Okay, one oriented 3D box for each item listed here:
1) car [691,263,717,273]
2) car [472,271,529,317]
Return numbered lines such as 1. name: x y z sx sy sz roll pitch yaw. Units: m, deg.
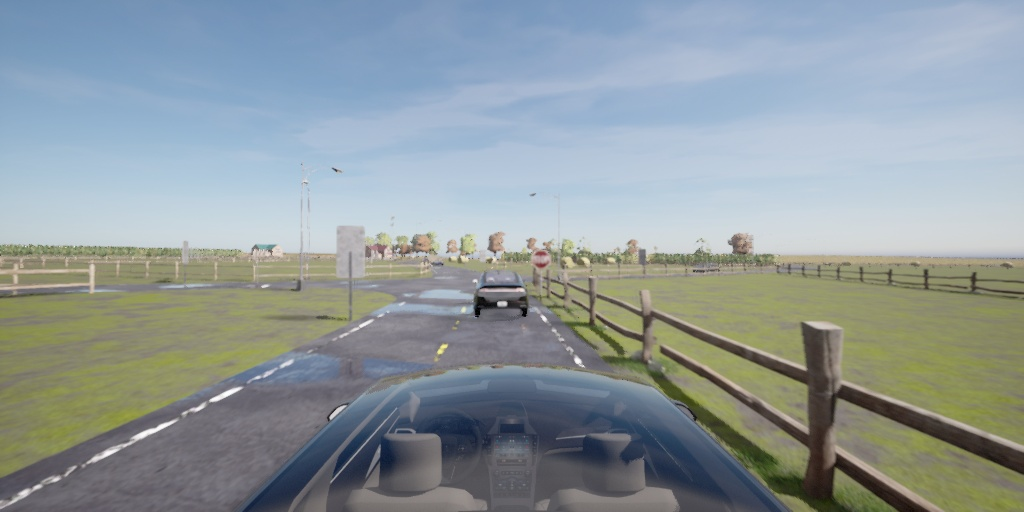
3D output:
1. car: 28.723 1.814 53.491 4.892 1.490 1.837 1 -1 -36
2. car: -0.476 1.298 13.547 2.128 1.511 4.902 0 0 -4
